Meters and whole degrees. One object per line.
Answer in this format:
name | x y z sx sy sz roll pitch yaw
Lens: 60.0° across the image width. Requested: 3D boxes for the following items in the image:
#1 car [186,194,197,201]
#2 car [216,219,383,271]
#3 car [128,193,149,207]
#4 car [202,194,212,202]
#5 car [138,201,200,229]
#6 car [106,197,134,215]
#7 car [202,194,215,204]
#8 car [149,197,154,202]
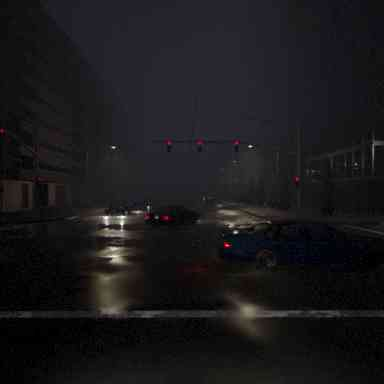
car | -0.079 1.562 64.533 1.994 1.385 4.181 0 0 0
car | 3.448 1.573 10.406 5.357 1.411 2.033 0 0 0
car | -7.480 1.220 44.042 2.150 2.045 5.566 0 0 1
car | 3.418 1.353 74.492 2.097 1.767 4.553 0 0 1
car | -1.197 1.572 22.173 2.033 1.411 5.357 0 0 22
car | -7.488 1.525 34.132 1.812 1.442 4.674 0 0 0
car | 3.419 1.490 64.627 2.128 1.511 4.902 0 0 1
car | -7.375 1.546 54.506 2.033 1.411 5.357 0 0 1
